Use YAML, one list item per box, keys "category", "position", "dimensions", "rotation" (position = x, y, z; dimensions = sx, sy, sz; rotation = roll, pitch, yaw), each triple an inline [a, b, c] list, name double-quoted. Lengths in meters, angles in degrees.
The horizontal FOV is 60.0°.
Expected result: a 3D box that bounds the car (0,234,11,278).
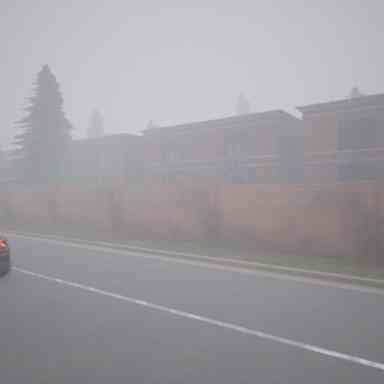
- category: "car"
  position: [-6.851, 1.346, 8.875]
  dimensions: [4.553, 1.767, 2.097]
  rotation: [0, 0, 35]
